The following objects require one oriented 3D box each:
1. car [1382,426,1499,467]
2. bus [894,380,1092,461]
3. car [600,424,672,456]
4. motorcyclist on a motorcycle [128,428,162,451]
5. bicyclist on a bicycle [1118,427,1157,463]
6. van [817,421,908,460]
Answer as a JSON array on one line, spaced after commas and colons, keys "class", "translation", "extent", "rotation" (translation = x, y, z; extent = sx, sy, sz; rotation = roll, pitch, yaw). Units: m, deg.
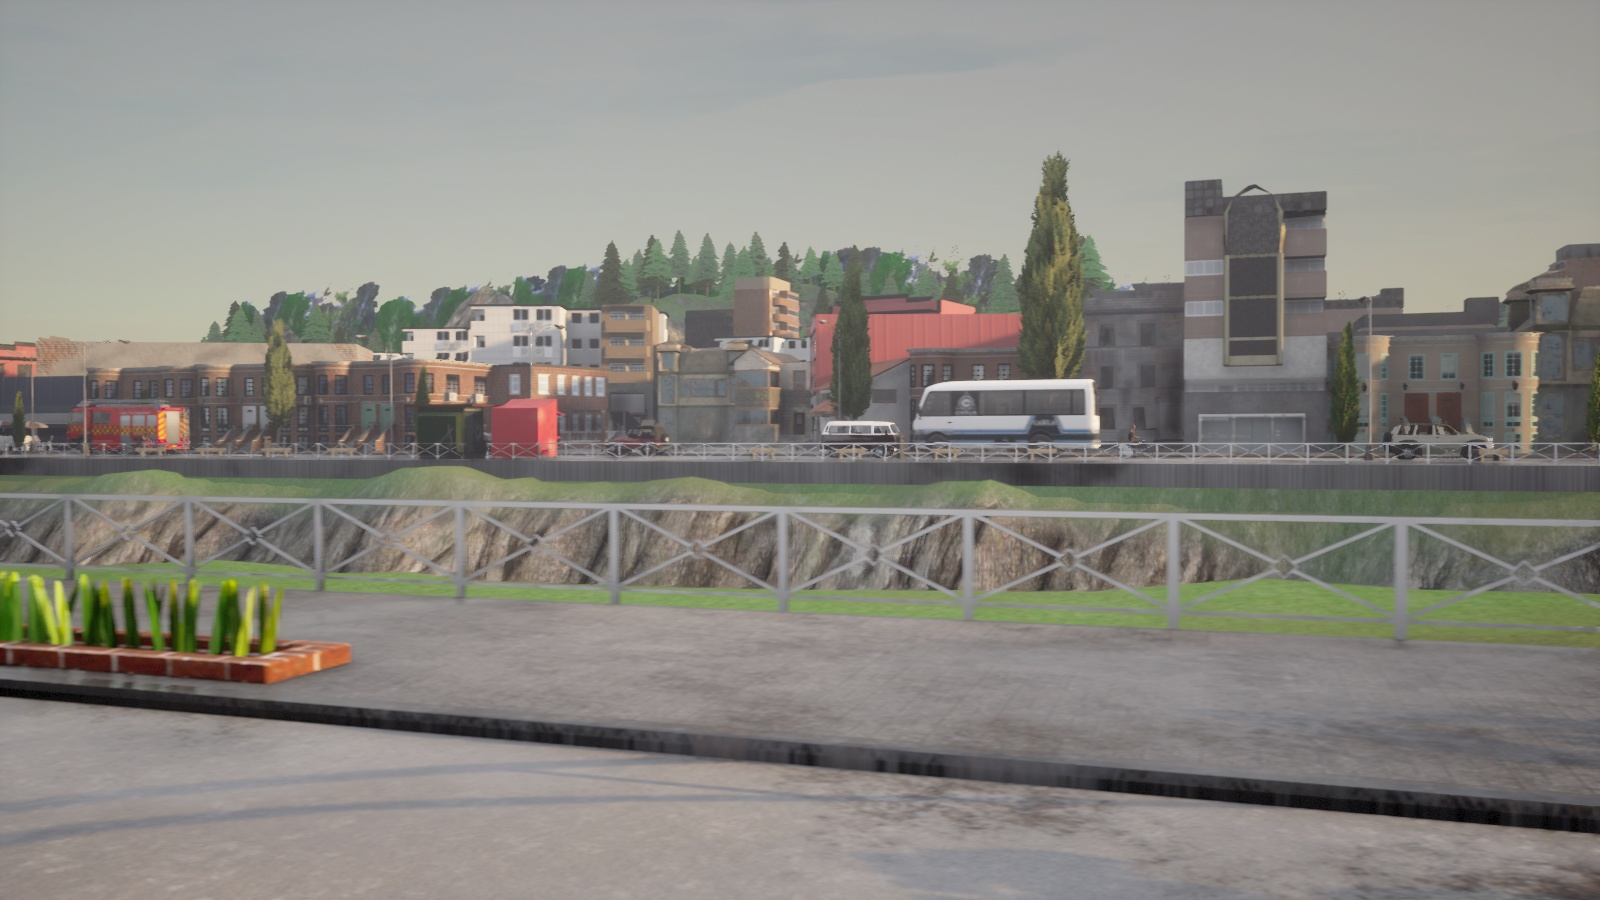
[{"class": "car", "translation": [29.908, -0.185, 58.770], "extent": [4.605, 1.855, 1.932], "rotation": [1, 1, 19]}, {"class": "bus", "translation": [10.706, -1.622, 69.425], "extent": [10.273, 4.253, 3.944], "rotation": [1, 1, 19]}, {"class": "car", "translation": [-9.982, -0.639, 76.395], "extent": [3.866, 1.878, 1.905], "rotation": [1, 1, 19]}, {"class": "motorcyclist on a motorcycle", "translation": [-43.520, -0.692, 83.452], "extent": [2.044, 1.523, 0.797], "rotation": [1, 1, 19]}, {"class": "bicyclist on a bicycle", "translation": [16.949, -0.250, 63.126], "extent": [1.843, 1.776, 0.659], "rotation": [0, 1, 19]}, {"class": "van", "translation": [3.394, -0.521, 67.680], "extent": [4.480, 2.038, 2.069], "rotation": [1, 1, 19]}]
